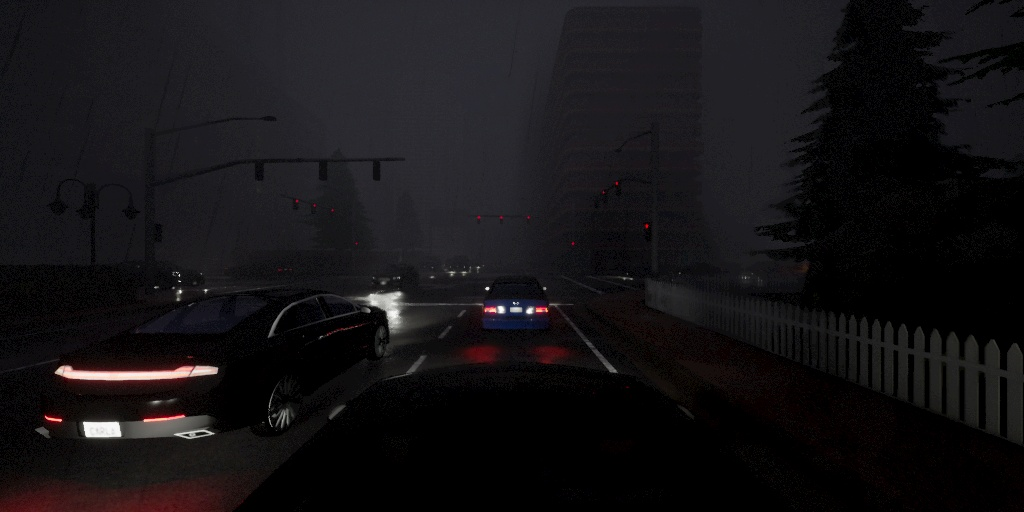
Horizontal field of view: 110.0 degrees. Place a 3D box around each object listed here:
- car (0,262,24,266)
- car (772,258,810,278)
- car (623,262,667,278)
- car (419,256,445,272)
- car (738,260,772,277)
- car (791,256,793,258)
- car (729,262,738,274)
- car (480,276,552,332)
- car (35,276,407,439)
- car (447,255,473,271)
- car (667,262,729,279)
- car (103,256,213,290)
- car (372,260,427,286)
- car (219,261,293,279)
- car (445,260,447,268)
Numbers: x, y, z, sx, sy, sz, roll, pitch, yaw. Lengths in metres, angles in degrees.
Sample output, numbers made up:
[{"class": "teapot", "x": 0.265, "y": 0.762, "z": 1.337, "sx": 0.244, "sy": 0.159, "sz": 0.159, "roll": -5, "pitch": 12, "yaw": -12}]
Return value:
[{"class": "car", "x": -30.613, "y": 1.242, "z": 21.303, "sx": 5.357, "sy": 1.411, "sz": 2.033, "roll": 0, "pitch": 0, "yaw": 0}, {"class": "car", "x": 24.595, "y": 1.172, "z": 30.261, "sx": 5.008, "sy": 1.535, "sz": 1.882, "roll": 0, "pitch": 0, "yaw": -27}, {"class": "car", "x": 13.143, "y": 1.242, "z": 33.454, "sx": 5.357, "sy": 1.411, "sz": 2.033, "roll": 0, "pitch": 0, "yaw": -13}, {"class": "car", "x": -10.565, "y": 0.970, "z": 46.260, "sx": 2.150, "sy": 2.045, "sz": 5.566, "roll": 0, "pitch": 0, "yaw": 1}, {"class": "car", "x": 24.356, "y": 1.242, "z": 34.310, "sx": 5.357, "sy": 1.411, "sz": 2.033, "roll": 0, "pitch": 0, "yaw": -31}, {"class": "car", "x": 32.717, "y": 0.916, "z": 41.019, "sx": 2.150, "sy": 2.045, "sz": 5.566, "roll": 0, "pitch": 0, "yaw": 43}, {"class": "car", "x": 22.042, "y": 1.295, "z": 37.021, "sx": 4.718, "sy": 1.301, "sz": 1.895, "roll": 0, "pitch": 0, "yaw": -30}, {"class": "car", "x": 0.119, "y": 1.297, "z": 10.847, "sx": 2.033, "sy": 1.411, "sz": 5.357, "roll": 0, "pitch": 0, "yaw": 1}, {"class": "car", "x": -3.428, "y": 1.242, "z": 5.433, "sx": 2.128, "sy": 1.511, "sz": 4.902, "roll": 0, "pitch": 0, "yaw": 0}, {"class": "car", "x": -7.076, "y": 0.969, "z": 49.173, "sx": 2.150, "sy": 2.045, "sz": 5.566, "roll": 0, "pitch": 0, "yaw": 0}, {"class": "car", "x": 15.877, "y": 1.259, "z": 30.630, "sx": 4.181, "sy": 1.385, "sz": 1.994, "roll": 0, "pitch": 0, "yaw": -20}, {"class": "car", "x": -21.138, "y": 1.047, "z": 21.359, "sx": 4.553, "sy": 1.767, "sz": 2.097, "roll": 0, "pitch": 0, "yaw": 0}, {"class": "car", "x": -7.086, "y": 1.226, "z": 22.201, "sx": 2.128, "sy": 1.511, "sz": 4.902, "roll": 0, "pitch": 0, "yaw": 0}, {"class": "car", "x": -22.269, "y": 1.241, "z": 31.656, "sx": 5.357, "sy": 1.411, "sz": 2.033, "roll": 0, "pitch": 0, "yaw": 7}, {"class": "car", "x": -10.530, "y": 1.101, "z": 62.451, "sx": 2.097, "sy": 1.767, "sz": 4.553, "roll": 0, "pitch": 0, "yaw": 0}]
